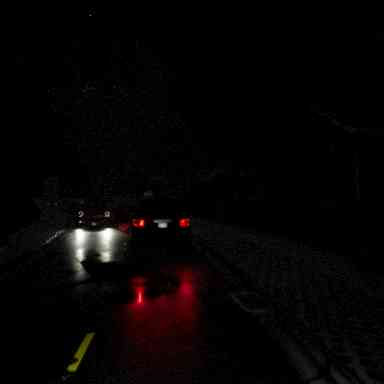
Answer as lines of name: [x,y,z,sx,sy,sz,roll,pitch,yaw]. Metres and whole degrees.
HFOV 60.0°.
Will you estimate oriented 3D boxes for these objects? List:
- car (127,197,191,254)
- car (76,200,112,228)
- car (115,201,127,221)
car: [-1.423,1.236,13.747,2.150,2.045,5.566,0,-1,-9]
car: [-6.551,1.339,22.246,2.097,1.767,4.553,1,0,-17]
car: [-5.177,1.489,27.398,1.882,1.535,5.008,1,0,-19]
